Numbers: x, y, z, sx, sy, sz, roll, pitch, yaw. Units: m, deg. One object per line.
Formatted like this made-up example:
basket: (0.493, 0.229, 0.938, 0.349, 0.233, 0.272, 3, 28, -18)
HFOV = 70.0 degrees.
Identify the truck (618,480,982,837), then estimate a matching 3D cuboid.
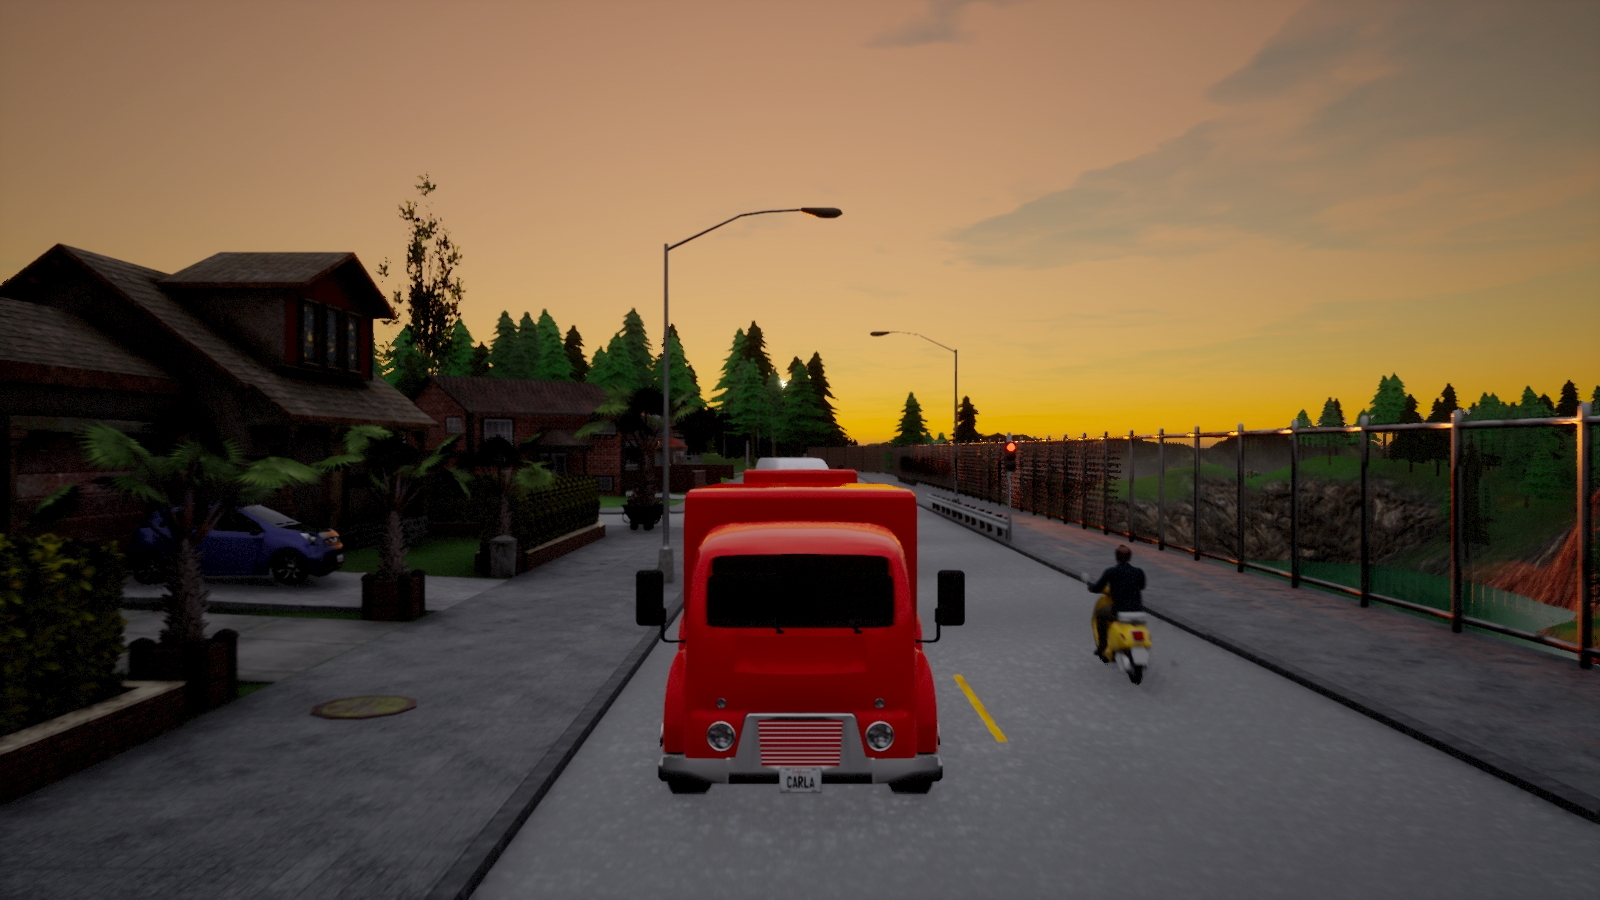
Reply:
truck: (0.001, 1.574, 10.850, 2.627, 2.467, 5.204, 0, 0, 0)

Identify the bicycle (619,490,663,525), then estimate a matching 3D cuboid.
bicycle: (-6.023, 2.164, 43.335, 1.487, 1.276, 0.859, 0, 0, 8)

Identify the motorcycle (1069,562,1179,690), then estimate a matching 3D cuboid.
motorcycle: (4.002, 2.144, 14.256, 0.856, 1.316, 1.805, 0, 0, 0)
